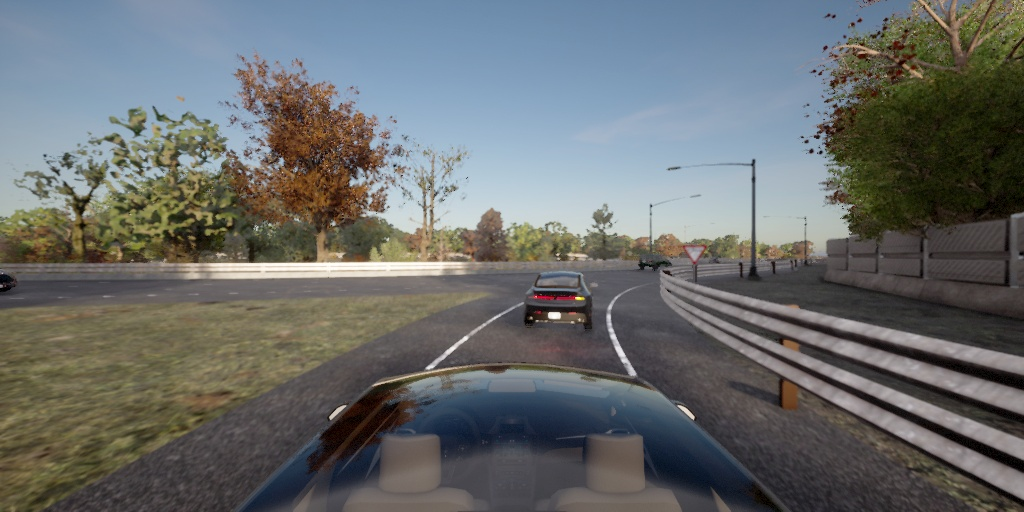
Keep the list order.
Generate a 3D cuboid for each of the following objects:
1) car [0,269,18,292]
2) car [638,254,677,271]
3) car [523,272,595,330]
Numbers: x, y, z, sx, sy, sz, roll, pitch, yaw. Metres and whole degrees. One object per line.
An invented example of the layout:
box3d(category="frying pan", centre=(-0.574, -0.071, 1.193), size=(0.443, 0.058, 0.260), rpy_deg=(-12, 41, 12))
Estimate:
box3d(category="car", centre=(-26.870, 0.863, 16.859), size=(4.553, 1.767, 2.097), rpy_deg=(0, 0, -11))
box3d(category="car", centre=(18.526, 0.759, 46.385), size=(5.566, 2.045, 2.150), rpy_deg=(0, 0, -39))
box3d(category="car", centre=(1.575, 1.232, 11.177), size=(1.837, 1.490, 4.892), rpy_deg=(0, 0, 13))
